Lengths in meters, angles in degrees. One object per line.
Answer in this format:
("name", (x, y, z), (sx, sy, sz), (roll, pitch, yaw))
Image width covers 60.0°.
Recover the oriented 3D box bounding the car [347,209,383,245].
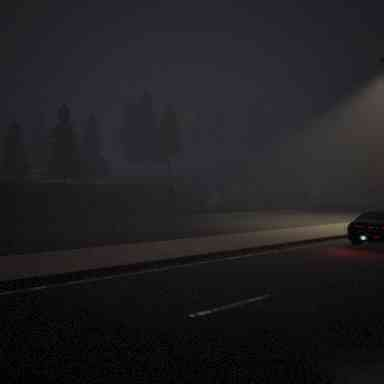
("car", (8.629, 1.507, 14.316), (4.892, 1.490, 1.837), (0, 0, -35))
